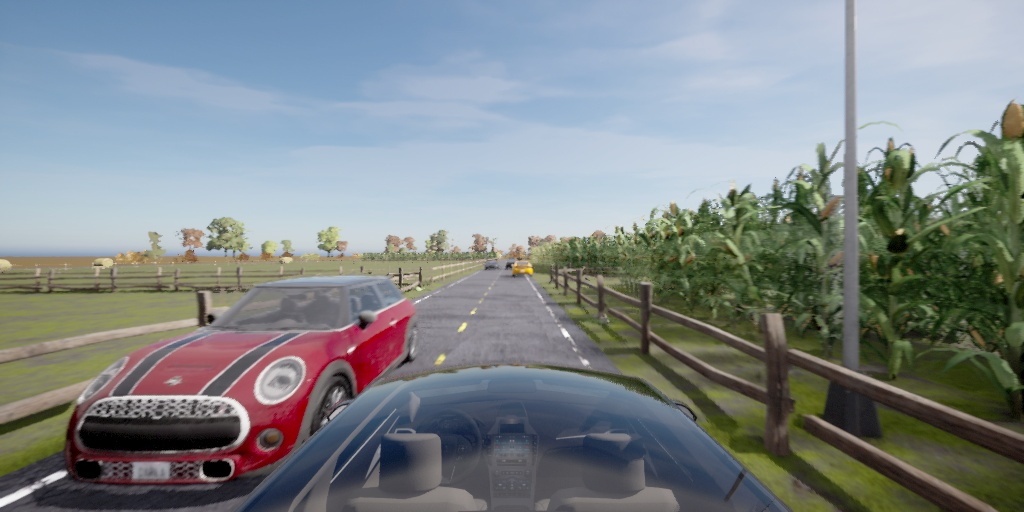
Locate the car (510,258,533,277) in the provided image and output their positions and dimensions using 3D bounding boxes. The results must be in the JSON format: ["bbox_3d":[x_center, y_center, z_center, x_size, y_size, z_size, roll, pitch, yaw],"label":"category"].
[{"bbox_3d":[0.977,1.221,35.173,1.882,1.535,5.008,0,0,0],"label":"car"}]

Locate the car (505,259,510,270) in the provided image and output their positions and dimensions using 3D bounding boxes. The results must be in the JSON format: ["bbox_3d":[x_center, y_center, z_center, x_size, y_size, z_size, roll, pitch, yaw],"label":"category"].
[{"bbox_3d":[0.025,1.220,54.033,1.882,1.535,5.008,0,0,0],"label":"car"}]

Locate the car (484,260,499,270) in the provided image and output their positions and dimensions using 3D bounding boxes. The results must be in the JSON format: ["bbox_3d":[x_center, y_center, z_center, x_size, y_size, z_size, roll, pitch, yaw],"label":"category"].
[{"bbox_3d":[-2.792,1.307,50.297,1.994,1.385,4.181,0,0,0],"label":"car"}]

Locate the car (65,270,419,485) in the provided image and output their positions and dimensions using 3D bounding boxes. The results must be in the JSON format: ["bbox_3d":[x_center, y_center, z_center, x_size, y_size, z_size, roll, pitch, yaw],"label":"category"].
[{"bbox_3d":[-2.848,1.101,5.074,2.097,1.767,4.553,0,0,0],"label":"car"}]
